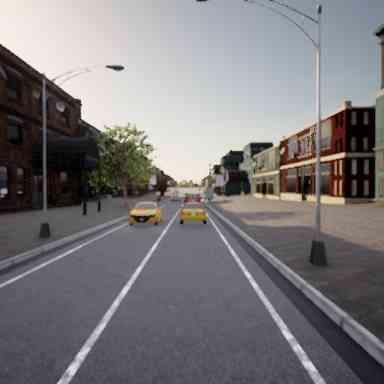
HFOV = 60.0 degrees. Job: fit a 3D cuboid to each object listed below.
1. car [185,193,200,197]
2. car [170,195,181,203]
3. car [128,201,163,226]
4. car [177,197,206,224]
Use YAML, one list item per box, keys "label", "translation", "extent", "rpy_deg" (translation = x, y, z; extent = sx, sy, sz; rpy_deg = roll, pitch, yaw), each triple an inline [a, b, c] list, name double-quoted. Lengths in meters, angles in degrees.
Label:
- label: "car"
  translation: [0.076, 1.175, 42.286]
  extent: [2.150, 2.045, 5.566]
  rpy_deg: [0, 0, 0]
- label: "car"
  translation: [-3.050, 1.351, 64.051]
  extent: [1.837, 1.490, 4.892]
  rpy_deg: [0, 1, 0]
- label: "car"
  translation: [-3.111, 1.424, 23.041]
  extent: [1.882, 1.535, 5.008]
  rpy_deg: [0, 0, 0]
- label: "car"
  translation: [0.087, 1.403, 24.349]
  extent: [1.801, 1.575, 5.366]
  rpy_deg: [0, 0, 0]
